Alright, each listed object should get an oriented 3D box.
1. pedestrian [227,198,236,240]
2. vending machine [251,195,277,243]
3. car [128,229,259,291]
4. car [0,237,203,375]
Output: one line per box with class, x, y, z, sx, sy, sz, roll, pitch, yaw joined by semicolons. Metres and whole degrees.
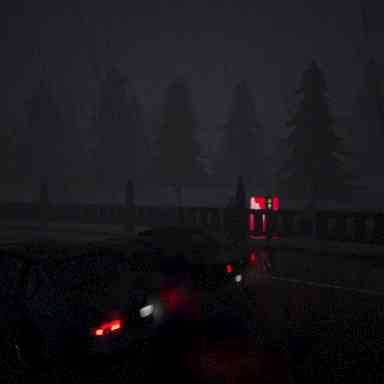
pedestrian;1.747;1.141;14.499;0.375;1.860;0.375;0;0;31
vending machine;3.308;1.195;15.253;0.880;2.100;1.100;0;0;32
car;-0.835;1.601;8.493;4.718;1.301;1.895;0;0;32
car;-2.678;1.547;5.545;5.357;1.411;2.033;0;0;32
